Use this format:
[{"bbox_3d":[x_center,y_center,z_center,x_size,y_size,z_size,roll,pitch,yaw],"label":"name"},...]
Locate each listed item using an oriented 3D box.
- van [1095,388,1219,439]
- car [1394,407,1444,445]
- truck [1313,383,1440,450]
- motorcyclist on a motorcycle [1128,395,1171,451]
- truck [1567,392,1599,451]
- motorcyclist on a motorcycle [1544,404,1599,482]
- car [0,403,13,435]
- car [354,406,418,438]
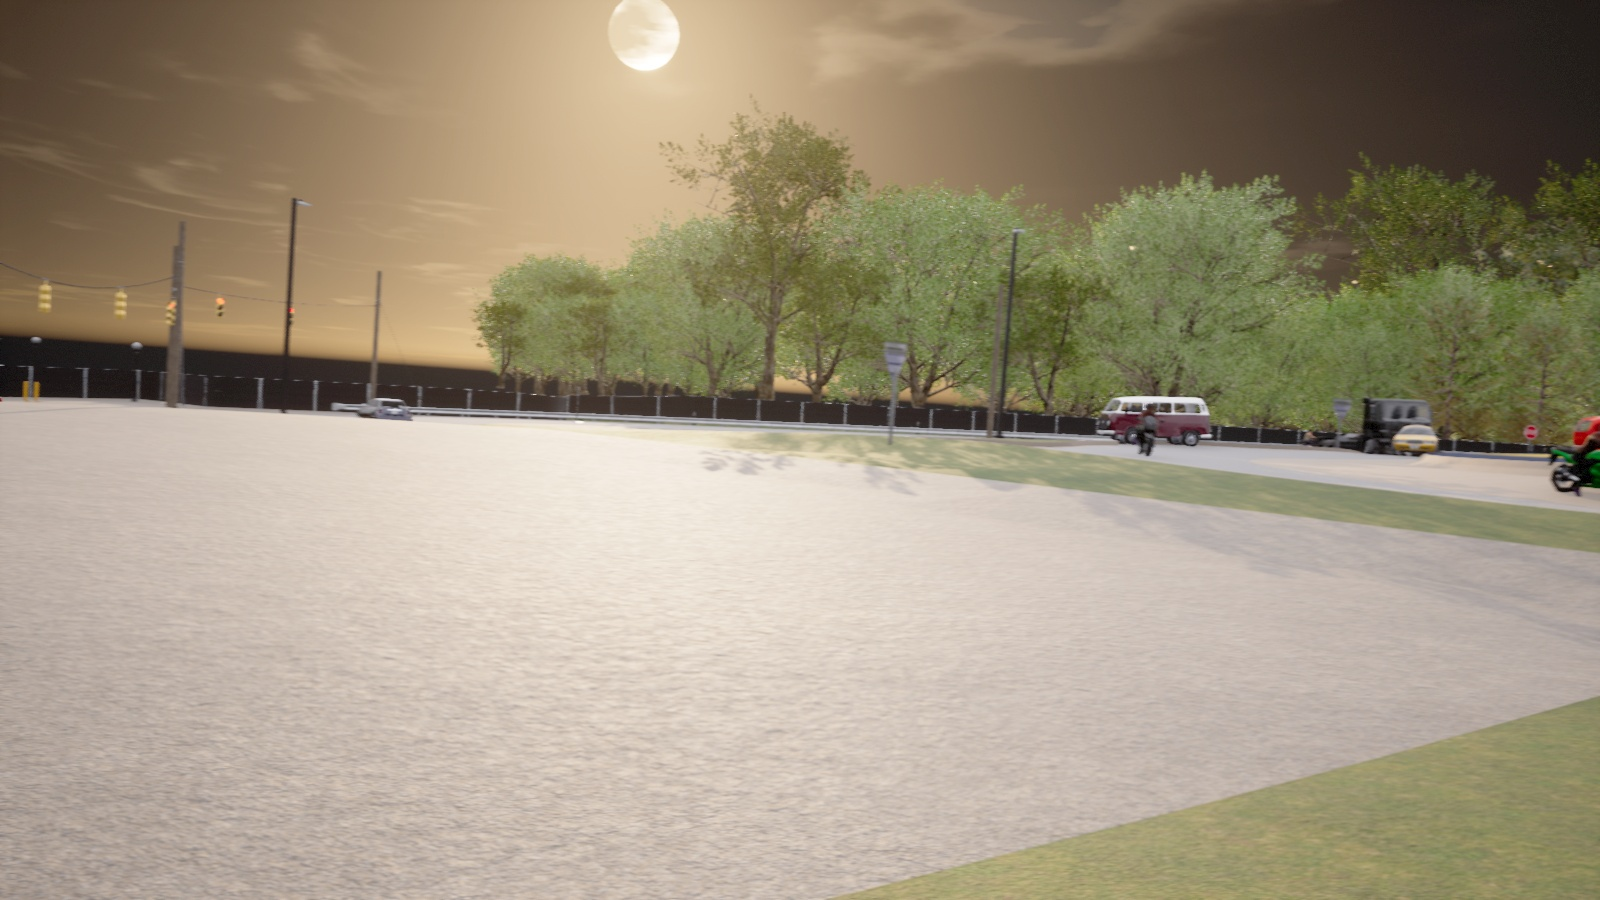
[{"bbox_3d":[14.874,-1.520,52.452,4.480,2.038,2.069,0,1,-6],"label":"van"},{"bbox_3d":[28.160,-1.063,57.041,1.801,1.575,5.366,2,1,28],"label":"car"},{"bbox_3d":[31.920,-1.775,69.927,2.891,3.462,7.936,1,0,-4],"label":"truck"},{"bbox_3d":[10.051,-0.784,36.197,0.797,1.523,2.044,4,3,7],"label":"motorcyclist on a motorcycle"},{"bbox_3d":[35.929,-1.167,53.184,5.204,2.467,2.627,1,2,11],"label":"truck"},{"bbox_3d":[16.575,-0.141,25.858,0.797,1.523,2.044,-4,5,-26],"label":"motorcyclist on a motorcycle"},{"bbox_3d":[-37.530,-1.389,57.389,1.481,1.376,2.207,5,7,31],"label":"car"},{"bbox_3d":[-20.514,-1.387,62.168,1.970,1.475,3.806,1,2,-34],"label":"car"}]
